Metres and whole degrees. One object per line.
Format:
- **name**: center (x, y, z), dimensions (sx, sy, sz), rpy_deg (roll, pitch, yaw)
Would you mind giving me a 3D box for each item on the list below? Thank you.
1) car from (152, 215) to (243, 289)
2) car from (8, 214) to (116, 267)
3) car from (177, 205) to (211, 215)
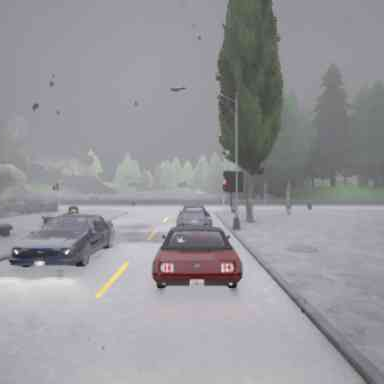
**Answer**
- **car**: center (0.109, 1.545, 8.960), dimensions (1.895, 1.301, 4.718), rpy_deg (0, 0, 0)
- **car**: center (-3.988, 1.477, 11.365), dimensions (2.033, 1.411, 5.357), rpy_deg (0, 0, 0)
- **car**: center (0.122, 1.446, 19.003), dimensions (1.994, 1.385, 4.181), rpy_deg (0, 0, 0)
